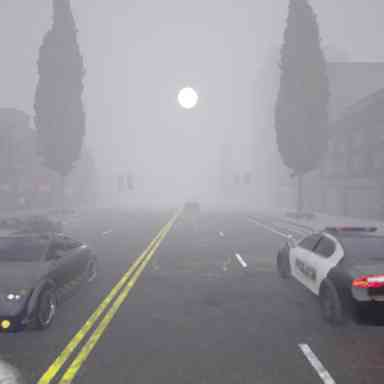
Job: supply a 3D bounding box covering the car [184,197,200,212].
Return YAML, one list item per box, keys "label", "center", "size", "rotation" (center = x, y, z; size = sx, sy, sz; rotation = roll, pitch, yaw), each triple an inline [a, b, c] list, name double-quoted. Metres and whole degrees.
- label: "car"
  center: [0.002, 1.692, 41.542]
  size: [1.882, 1.535, 5.008]
  rotation: [0, -1, 0]

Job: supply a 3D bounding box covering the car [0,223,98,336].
- label: "car"
  center: [-3.347, 1.563, 6.691]
  size: [1.994, 1.385, 4.181]
  rotation: [0, 0, 0]

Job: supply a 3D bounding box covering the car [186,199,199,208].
- label: "car"
  center: [0.105, 1.969, 56.590]
  size: [2.033, 1.411, 5.357]
  rotation: [0, -1, 0]

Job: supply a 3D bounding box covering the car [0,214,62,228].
- label: "car"
  center: [-6.595, 1.562, 12.556]
  size: [2.033, 1.411, 5.357]
  rotation: [0, 0, 0]

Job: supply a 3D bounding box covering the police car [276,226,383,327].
- label: "police car"
  center: [3.251, 1.506, 7.201]
  size: [2.038, 1.542, 4.974]
  rotation: [0, 0, 0]
